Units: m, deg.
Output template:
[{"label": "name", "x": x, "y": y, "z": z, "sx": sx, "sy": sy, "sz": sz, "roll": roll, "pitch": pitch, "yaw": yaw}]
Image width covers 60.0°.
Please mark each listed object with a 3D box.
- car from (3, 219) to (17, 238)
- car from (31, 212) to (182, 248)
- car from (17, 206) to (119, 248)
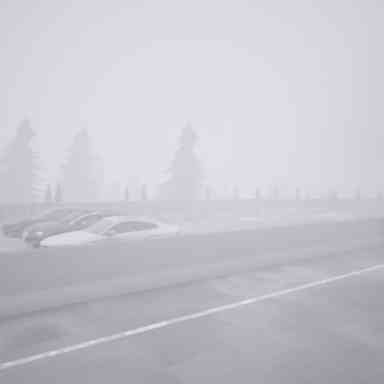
[{"label": "car", "x": -6.524, "y": 1.482, "z": 16.535, "sx": 5.008, "sy": 1.535, "sz": 1.882, "roll": 0, "pitch": 0, "yaw": -36}, {"label": "car", "x": -2.437, "y": 1.530, "z": 10.853, "sx": 4.674, "sy": 1.442, "sz": 1.812, "roll": 0, "pitch": 0, "yaw": -36}, {"label": "car", "x": -4.271, "y": 1.496, "z": 13.844, "sx": 4.902, "sy": 1.511, "sz": 2.128, "roll": 0, "pitch": 0, "yaw": -36}]
